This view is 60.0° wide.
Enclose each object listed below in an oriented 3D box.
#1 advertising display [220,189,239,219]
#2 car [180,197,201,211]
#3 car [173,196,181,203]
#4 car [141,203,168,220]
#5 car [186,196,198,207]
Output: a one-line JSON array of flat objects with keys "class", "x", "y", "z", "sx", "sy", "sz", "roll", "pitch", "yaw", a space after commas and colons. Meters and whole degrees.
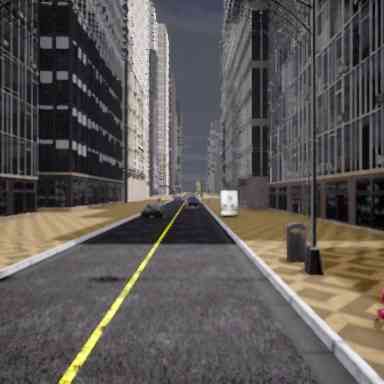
[{"class": "advertising display", "x": 3.129, "y": 1.013, "z": 28.000, "sx": 1.540, "sy": 2.440, "sz": 0.280, "roll": 0, "pitch": 0, "yaw": 0}, {"class": "car", "x": 0.044, "y": 1.470, "z": 40.735, "sx": 2.128, "sy": 1.511, "sz": 4.902, "roll": 0, "pitch": 0, "yaw": 0}, {"class": "car", "x": -3.002, "y": 1.467, "z": 70.265, "sx": 2.033, "sy": 1.411, "sz": 5.357, "roll": 0, "pitch": 0, "yaw": 0}, {"class": "car", "x": -3.098, "y": 1.588, "z": 27.868, "sx": 1.895, "sy": 1.301, "sz": 4.718, "roll": 0, "pitch": 0, "yaw": 0}, {"class": "car", "x": 0.003, "y": 1.481, "z": 51.192, "sx": 1.837, "sy": 1.490, "sz": 4.892, "roll": 0, "pitch": 0, "yaw": 0}]
